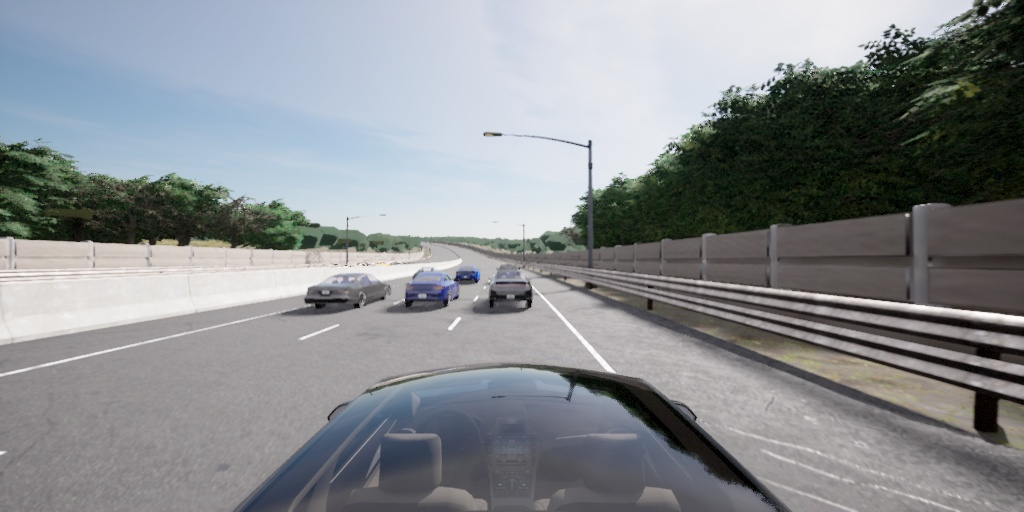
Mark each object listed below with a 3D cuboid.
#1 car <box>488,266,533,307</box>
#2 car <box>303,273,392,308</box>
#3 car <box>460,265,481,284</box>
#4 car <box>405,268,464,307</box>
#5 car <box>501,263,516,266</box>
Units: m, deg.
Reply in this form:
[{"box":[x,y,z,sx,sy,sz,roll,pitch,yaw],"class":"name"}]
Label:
[{"box":[-0.065,1.403,16.453,2.128,1.511,4.902,0,-1,0],"class":"car"},{"box":[-7.065,1.457,16.054,2.033,1.411,5.357,0,-1,-1],"class":"car"},{"box":[-3.832,1.571,31.729,1.882,1.535,5.008,0,0,-1],"class":"car"},{"box":[-3.565,1.438,16.491,1.812,1.442,4.674,0,-1,0],"class":"car"},{"box":[-0.327,1.436,31.379,2.097,1.767,4.553,0,-1,-1],"class":"car"}]
